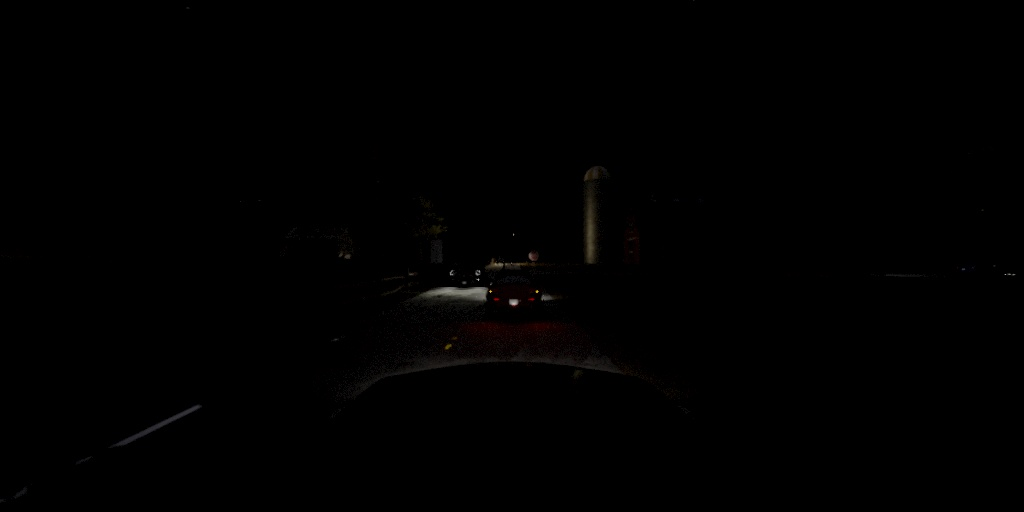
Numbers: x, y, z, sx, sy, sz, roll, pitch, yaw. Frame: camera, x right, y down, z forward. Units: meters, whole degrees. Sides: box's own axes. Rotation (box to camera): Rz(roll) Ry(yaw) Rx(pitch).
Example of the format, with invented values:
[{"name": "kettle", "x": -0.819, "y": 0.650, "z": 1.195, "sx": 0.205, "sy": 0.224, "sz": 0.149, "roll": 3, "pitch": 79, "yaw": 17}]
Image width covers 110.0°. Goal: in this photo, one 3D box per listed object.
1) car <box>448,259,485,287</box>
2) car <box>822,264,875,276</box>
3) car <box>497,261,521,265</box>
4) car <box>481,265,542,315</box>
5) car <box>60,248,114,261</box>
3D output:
[{"name": "car", "x": -2.820, "y": 0.999, "z": 23.550, "sx": 2.097, "sy": 1.767, "sz": 4.553, "roll": 0, "pitch": 0, "yaw": 0}, {"name": "car", "x": 39.349, "y": 1.607, "z": 41.988, "sx": 4.718, "sy": 1.301, "sz": 1.895, "roll": 0, "pitch": 0, "yaw": 0}, {"name": "car", "x": 0.056, "y": 1.241, "z": 26.568, "sx": 1.895, "sy": 1.301, "sz": 4.718, "roll": 0, "pitch": 0, "yaw": 0}, {"name": "car", "x": 0.071, "y": 1.217, "z": 13.107, "sx": 1.812, "sy": 1.442, "sz": 4.674, "roll": 0, "pitch": 0, "yaw": 0}, {"name": "car", "x": -49.338, "y": -0.200, "z": 41.688, "sx": 4.892, "sy": 1.490, "sz": 1.837, "roll": 2, "pitch": 0, "yaw": 0}]
